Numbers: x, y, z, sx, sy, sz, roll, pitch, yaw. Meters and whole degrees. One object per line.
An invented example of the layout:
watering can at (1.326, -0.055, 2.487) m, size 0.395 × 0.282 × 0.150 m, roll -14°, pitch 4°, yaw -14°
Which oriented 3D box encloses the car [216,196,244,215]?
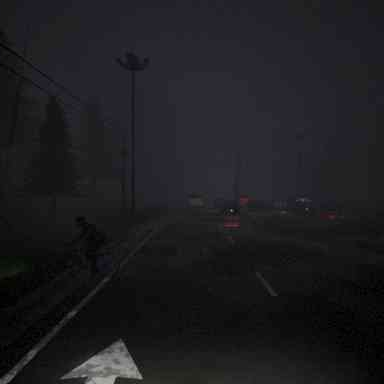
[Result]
car at (3.797, 1.505, 34.069) m, size 1.837 × 1.490 × 4.892 m, roll 0°, pitch 0°, yaw 0°

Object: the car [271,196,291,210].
car at (10.831, 1.547, 43.269) m, size 2.033 × 1.411 × 5.357 m, roll 0°, pitch 0°, yaw 0°

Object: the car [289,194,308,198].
car at (14.355, 1.221, 45.568) m, size 2.150 × 2.045 × 5.566 m, roll 0°, pitch 0°, yaw 0°

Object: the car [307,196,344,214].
car at (14.305, 1.492, 35.320) m, size 2.128 × 1.511 × 4.902 m, roll 0°, pitch 0°, yaw 0°

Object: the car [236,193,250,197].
car at (7.364, 1.221, 48.333) m, size 2.150 × 2.045 × 5.566 m, roll 0°, pitch 0°, yaw 1°

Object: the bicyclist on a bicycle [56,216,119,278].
bicyclist on a bicycle at (-2.729, 1.451, 8.664) m, size 1.656 × 1.620 × 0.582 m, roll -2°, pitch 0°, yaw 0°

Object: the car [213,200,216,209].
car at (3.836, 1.547, 44.432) m, size 2.033 × 1.411 × 5.357 m, roll 0°, pitch 0°, yaw 1°

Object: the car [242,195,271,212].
car at (7.323, 1.478, 38.320) m, size 1.882 × 1.535 × 5.008 m, roll 0°, pitch 0°, yaw 1°

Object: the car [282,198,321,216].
car at (10.791, 1.564, 33.182) m, size 1.994 × 1.385 × 4.181 m, roll 0°, pitch 0°, yaw 0°

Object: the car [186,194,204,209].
car at (0.356, 1.221, 44.646) m, size 2.150 × 2.045 × 5.566 m, roll 0°, pitch 0°, yaw 1°
